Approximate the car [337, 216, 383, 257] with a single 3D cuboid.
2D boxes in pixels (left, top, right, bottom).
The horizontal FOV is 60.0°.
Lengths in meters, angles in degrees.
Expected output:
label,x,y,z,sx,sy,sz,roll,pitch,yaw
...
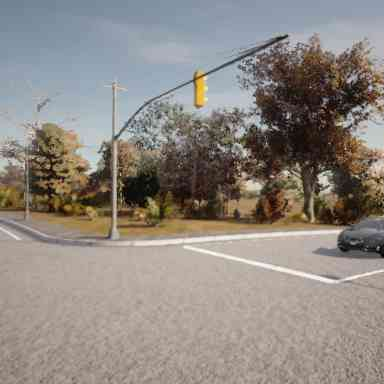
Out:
label,x,y,z,sx,sy,sz,roll,pitch,yaw
car,8.103,1.796,14.082,4.892,1.490,1.837,2,-1,-35
